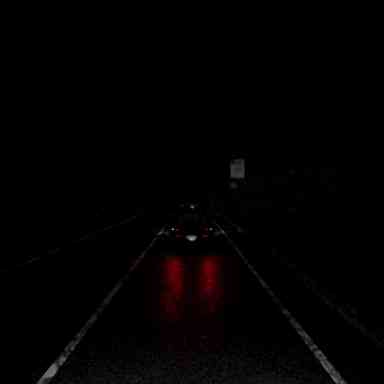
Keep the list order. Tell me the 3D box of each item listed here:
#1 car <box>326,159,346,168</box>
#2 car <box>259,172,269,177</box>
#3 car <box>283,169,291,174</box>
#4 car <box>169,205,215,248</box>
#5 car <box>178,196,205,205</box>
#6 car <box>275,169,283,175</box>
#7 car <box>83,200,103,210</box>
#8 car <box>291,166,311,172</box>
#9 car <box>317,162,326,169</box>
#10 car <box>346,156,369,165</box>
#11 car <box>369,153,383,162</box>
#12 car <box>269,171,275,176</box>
[{"bbox_3d":[21.861,-3.963,47.909,2.231,1.521,4.892,0,1,-1],"label":"car"},{"bbox_3d":[20.891,-4.469,92.064,2.231,1.521,4.892,0,1,-1],"label":"car"},{"bbox_3d":[21.375,-4.195,69.857,2.002,1.452,4.674,0,1,-1],"label":"car"},{"bbox_3d":[0.000,1.529,14.600,1.812,1.442,4.674,0,0,0],"label":"car"},{"bbox_3d":[-0.014,1.352,29.679,2.150,2.045,5.566,0,-1,-1],"label":"car"},{"bbox_3d":[21.252,-4.427,75.530,2.185,1.767,4.553,0,1,-1],"label":"car"},{"bbox_3d":[-20.789,2.734,69.633,5.566,2.045,2.150,-4,-2,45],"label":"car"},{"bbox_3d":[21.495,-4.297,64.364,2.185,1.767,4.553,0,1,-1],"label":"car"},{"bbox_3d":[21.733,-4.041,53.427,2.231,1.521,4.892,0,1,-1],"label":"car"},{"bbox_3d":[22.095,-3.826,42.368,2.002,1.452,4.674,0,1,-2],"label":"car"},{"bbox_3d":[22.447,-3.765,36.831,2.097,1.535,5.008,0,1,-4],"label":"car"},{"bbox_3d":[21.132,-4.487,81.049,2.185,1.767,4.553,0,1,-1],"label":"car"}]
